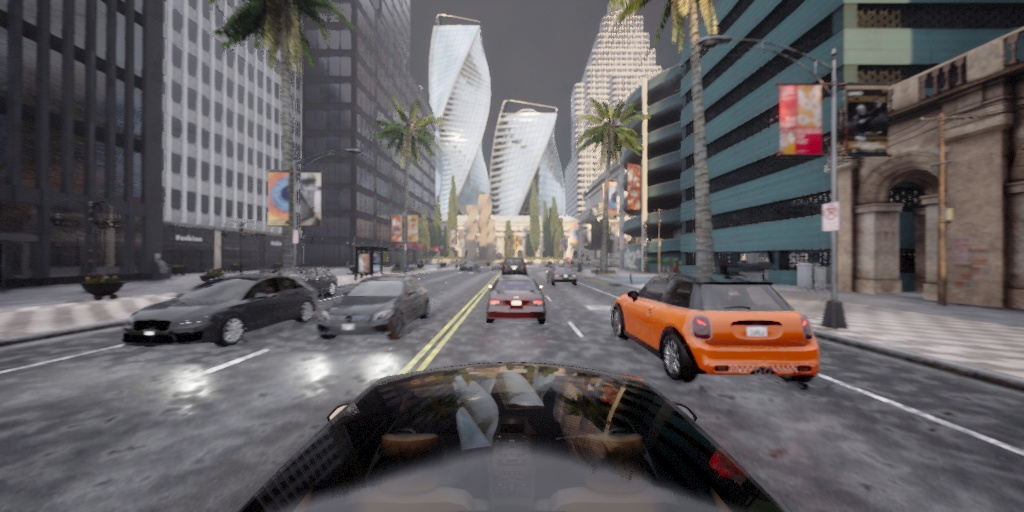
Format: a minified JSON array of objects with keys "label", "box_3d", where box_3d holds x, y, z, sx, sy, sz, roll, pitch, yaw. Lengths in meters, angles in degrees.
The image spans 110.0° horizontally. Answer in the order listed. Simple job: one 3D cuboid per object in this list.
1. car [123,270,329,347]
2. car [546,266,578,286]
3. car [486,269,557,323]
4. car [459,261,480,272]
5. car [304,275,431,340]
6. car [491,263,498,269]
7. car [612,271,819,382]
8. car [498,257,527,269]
[{"label":"car","box_3d":[-7.083,1.270,9.439,1.837,1.490,4.892,0,0,0]},{"label":"car","box_3d":[3.669,1.426,27.020,2.033,1.411,5.357,0,0,0]},{"label":"car","box_3d":[0.125,1.347,12.342,2.033,1.411,5.357,0,0,0]},{"label":"car","box_3d":[-5.885,1.463,50.303,1.837,1.490,4.892,0,0,11]},{"label":"car","box_3d":[-3.581,1.305,10.186,1.812,1.442,4.674,0,0,0]},{"label":"car","box_3d":[-1.660,1.547,52.929,1.994,1.385,4.181,0,0,16]},{"label":"car","box_3d":[3.611,1.139,7.403,2.097,1.767,4.553,0,0,0]},{"label":"car","box_3d":[0.183,1.112,31.768,2.150,2.045,5.566,0,0,0]}]
